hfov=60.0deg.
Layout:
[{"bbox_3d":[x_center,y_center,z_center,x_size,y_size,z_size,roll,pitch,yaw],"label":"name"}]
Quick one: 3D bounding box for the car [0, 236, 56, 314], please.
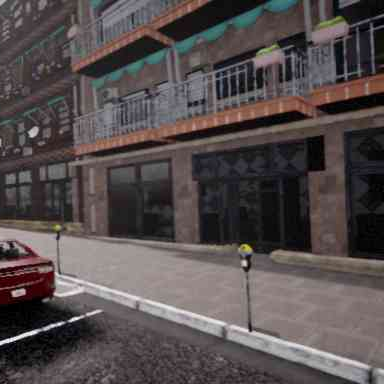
[{"bbox_3d":[-4.614,1.593,7.061,4.507,1.381,1.887,-1,-1,40],"label":"car"}]
